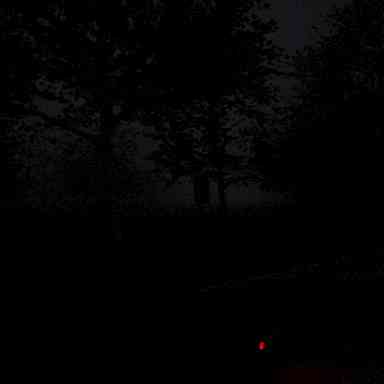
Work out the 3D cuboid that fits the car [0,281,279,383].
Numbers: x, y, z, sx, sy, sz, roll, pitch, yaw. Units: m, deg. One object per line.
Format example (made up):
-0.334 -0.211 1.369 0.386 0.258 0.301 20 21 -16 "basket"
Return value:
-1.701 1.548 2.471 5.357 1.411 2.033 0 0 -36 "car"
